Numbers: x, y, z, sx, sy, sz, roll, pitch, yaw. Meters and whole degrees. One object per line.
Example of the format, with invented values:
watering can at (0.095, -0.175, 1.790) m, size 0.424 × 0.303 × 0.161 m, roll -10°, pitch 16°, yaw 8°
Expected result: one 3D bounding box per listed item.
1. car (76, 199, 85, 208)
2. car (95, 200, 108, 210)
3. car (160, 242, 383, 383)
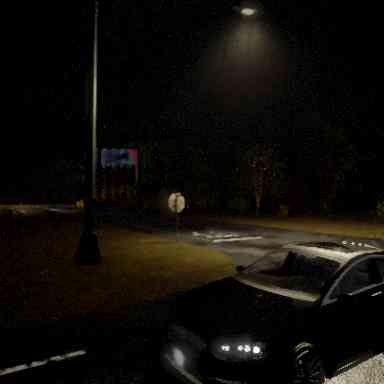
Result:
car at (-18.975, 2.033, 58.285) m, size 1.882 × 1.535 × 5.008 m, roll 1°, pitch -1°, yaw -32°
car at (-14.405, 1.981, 51.035) m, size 1.882 × 1.535 × 5.008 m, roll 1°, pitch -1°, yaw -31°
car at (1.906, 1.565, 4.990) m, size 4.902 × 1.511 × 2.128 m, roll 1°, pitch -1°, yaw -34°
